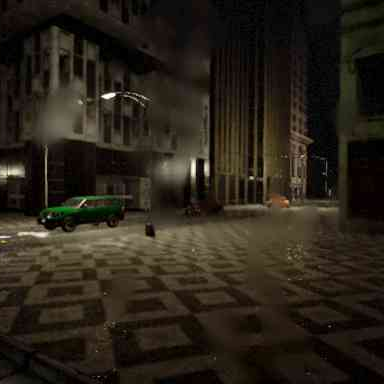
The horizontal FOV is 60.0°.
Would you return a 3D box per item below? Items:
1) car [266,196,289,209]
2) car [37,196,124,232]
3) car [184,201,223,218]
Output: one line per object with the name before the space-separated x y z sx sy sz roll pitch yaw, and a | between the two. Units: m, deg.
car | 12.507 1.524 48.427 2.097 1.767 4.553 1 1 35
car | -6.825 1.294 21.109 2.150 2.045 5.566 1 0 35
car | 1.227 1.597 32.557 1.882 1.535 5.008 1 0 35
